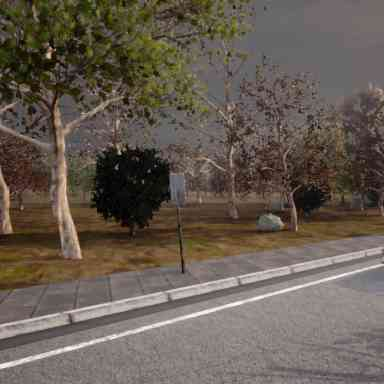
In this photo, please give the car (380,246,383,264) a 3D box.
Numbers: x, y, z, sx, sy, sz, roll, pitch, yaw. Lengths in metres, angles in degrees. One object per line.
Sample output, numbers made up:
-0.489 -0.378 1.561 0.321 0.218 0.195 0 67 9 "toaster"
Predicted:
7.132 1.580 9.100 4.718 1.301 1.895 0 0 -36 "car"
